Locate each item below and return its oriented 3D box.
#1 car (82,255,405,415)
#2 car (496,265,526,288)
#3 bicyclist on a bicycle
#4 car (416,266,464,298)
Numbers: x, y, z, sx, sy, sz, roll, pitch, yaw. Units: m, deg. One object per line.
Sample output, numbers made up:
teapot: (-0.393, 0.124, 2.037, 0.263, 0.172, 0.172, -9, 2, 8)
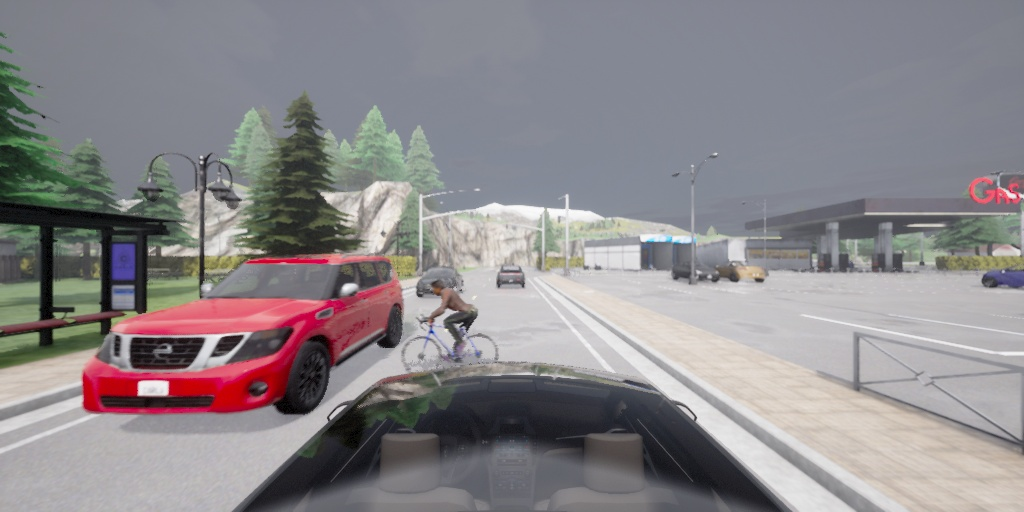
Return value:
car: (-3.624, 0.988, 6.388, 2.150, 2.045, 5.566, 0, 0, 0)
car: (-0.077, 1.328, 24.411, 2.128, 1.511, 4.902, 0, 0, -1)
bicyclist on a bicycle: (-1.068, 1.219, 6.085, 1.656, 1.620, 0.582, -2, 0, 0)
car: (-3.719, 1.322, 19.148, 1.837, 1.490, 4.892, 0, -1, 0)
